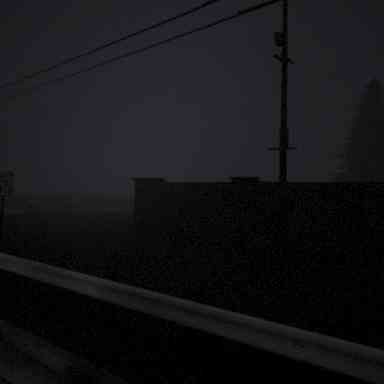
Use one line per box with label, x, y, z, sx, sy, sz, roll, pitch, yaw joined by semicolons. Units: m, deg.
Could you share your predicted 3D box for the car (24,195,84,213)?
car;-12.399;1.023;30.023;5.008;1.535;1.882;0;1;-26
